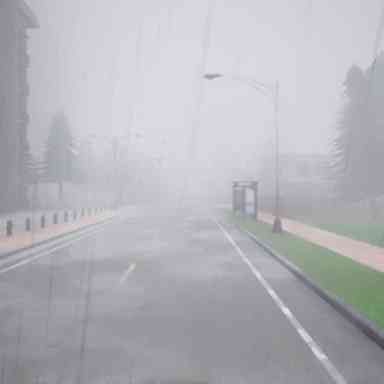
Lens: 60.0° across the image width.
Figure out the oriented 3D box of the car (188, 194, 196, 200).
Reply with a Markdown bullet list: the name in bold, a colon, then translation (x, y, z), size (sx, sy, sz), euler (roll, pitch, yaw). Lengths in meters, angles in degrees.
- **car**: translation (0.031, 1.106, 78.544), size (1.895, 1.301, 4.718), euler (0, 0, 0)
